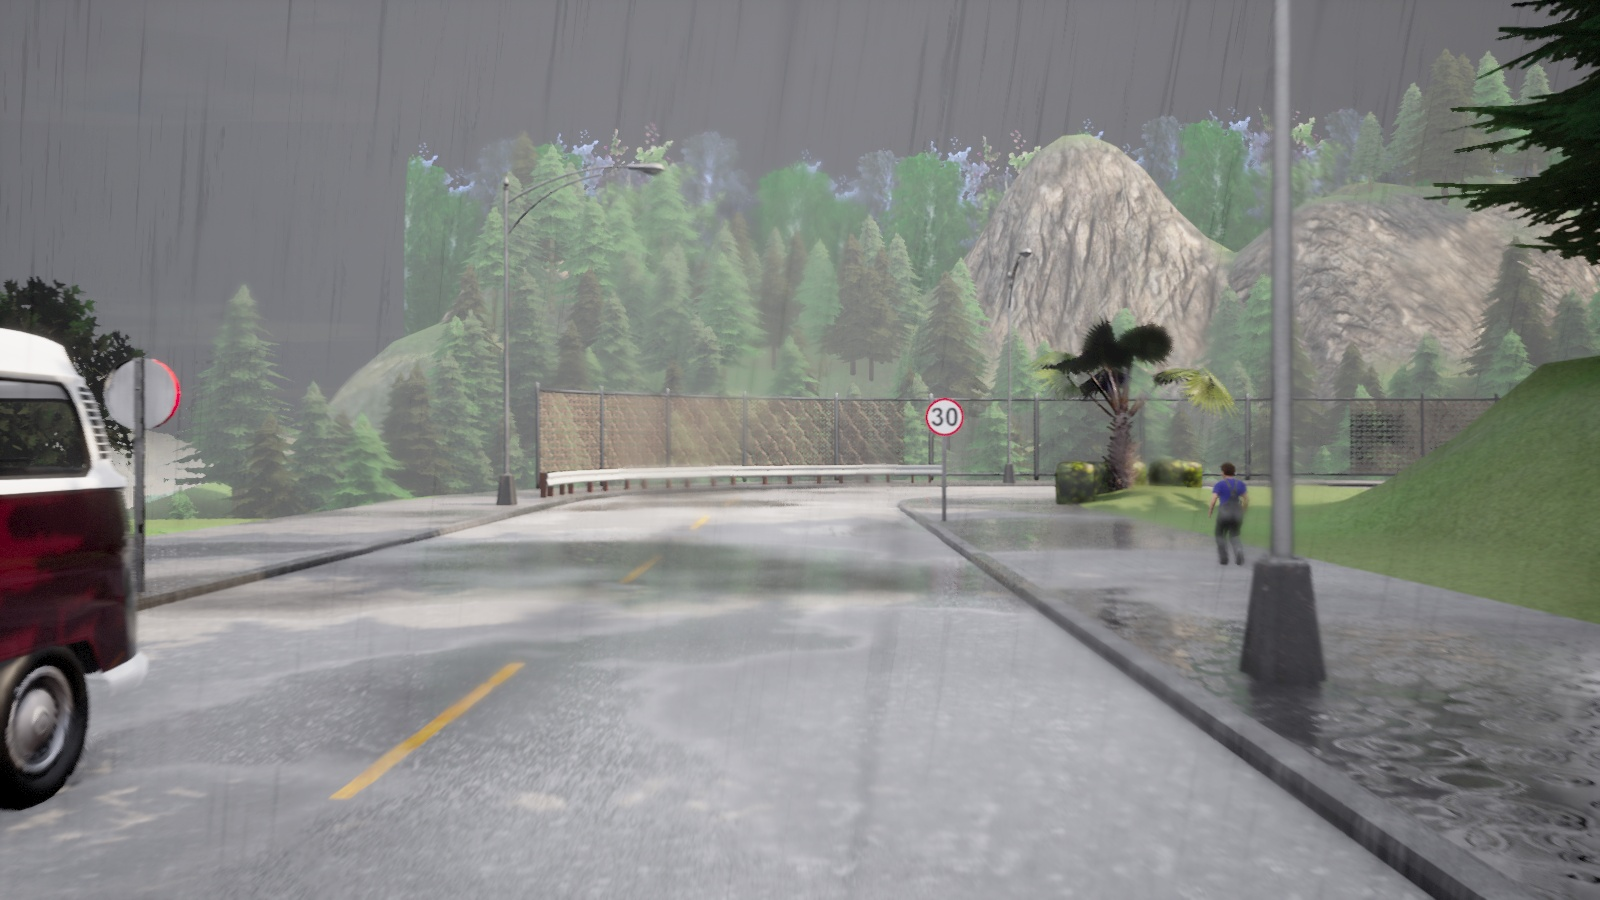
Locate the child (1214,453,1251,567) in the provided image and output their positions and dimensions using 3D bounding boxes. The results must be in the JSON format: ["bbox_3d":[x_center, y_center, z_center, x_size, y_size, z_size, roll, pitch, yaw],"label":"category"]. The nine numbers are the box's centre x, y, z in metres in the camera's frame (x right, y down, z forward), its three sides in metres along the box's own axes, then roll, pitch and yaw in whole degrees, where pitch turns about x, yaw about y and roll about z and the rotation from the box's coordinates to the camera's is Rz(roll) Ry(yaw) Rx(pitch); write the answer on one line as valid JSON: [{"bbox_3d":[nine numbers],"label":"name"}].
[{"bbox_3d":[4.921,0.673,14.287,0.270,1.263,0.437,0,0,0],"label":"child"}]

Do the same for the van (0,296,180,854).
[{"bbox_3d":[-3.963,0.453,3.666,2.069,2.038,4.480,0,0,0],"label":"van"}]
